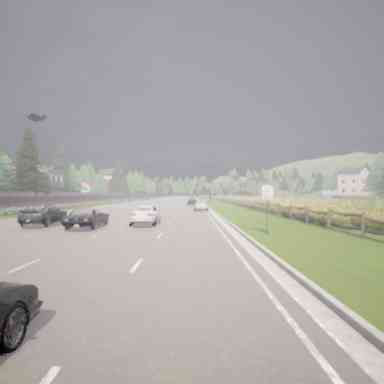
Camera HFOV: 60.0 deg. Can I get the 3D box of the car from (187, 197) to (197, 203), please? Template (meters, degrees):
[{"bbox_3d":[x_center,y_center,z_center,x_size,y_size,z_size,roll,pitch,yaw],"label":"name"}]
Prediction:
[{"bbox_3d":[0.008,1.943,80.386,2.128,1.511,4.902,0,0,0],"label":"car"}]

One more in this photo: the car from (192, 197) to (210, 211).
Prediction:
[{"bbox_3d":[1.230,1.815,45.160,1.812,1.442,4.674,0,0,0],"label":"car"}]

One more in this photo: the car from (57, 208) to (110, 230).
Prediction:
[{"bbox_3d":[-6.895,1.742,22.088,1.895,1.301,4.718,0,0,0],"label":"car"}]

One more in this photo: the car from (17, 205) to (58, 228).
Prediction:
[{"bbox_3d":[-10.397,1.641,23.505,2.128,1.511,4.902,0,0,0],"label":"car"}]

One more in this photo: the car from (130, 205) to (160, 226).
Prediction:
[{"bbox_3d":[-3.410,1.683,24.643,1.812,1.442,4.674,0,0,0],"label":"car"}]

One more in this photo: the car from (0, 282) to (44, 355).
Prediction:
[{"bbox_3d":[-3.397,1.568,3.086,2.033,1.411,5.357,0,0,0],"label":"car"}]

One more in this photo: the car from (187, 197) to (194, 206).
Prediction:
[{"bbox_3d":[0.007,1.890,65.386,1.882,1.535,5.008,0,0,0],"label":"car"}]
